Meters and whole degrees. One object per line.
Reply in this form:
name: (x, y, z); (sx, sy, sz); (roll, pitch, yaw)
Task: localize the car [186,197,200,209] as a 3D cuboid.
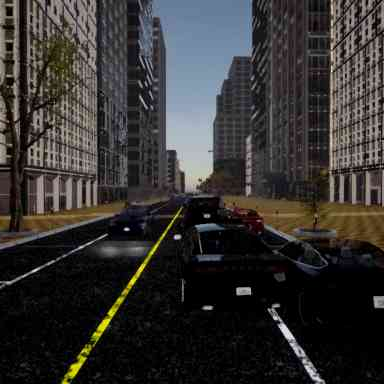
car: (0.120, 1.461, 46.568); (1.882, 1.535, 5.008); (0, 0, 1)

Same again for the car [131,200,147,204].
car: (-5.645, 1.539, 34.913); (2.008, 1.369, 4.403); (-1, 0, 0)

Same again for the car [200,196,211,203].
car: (2.786, 1.520, 68.768); (2.008, 1.369, 4.403); (-1, 0, 0)

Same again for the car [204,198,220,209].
car: (2.752, 1.528, 46.198); (1.887, 1.381, 4.507); (-1, 0, 0)

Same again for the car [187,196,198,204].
car: (0.094, 1.522, 62.011); (2.033, 1.411, 5.357); (0, 0, 0)

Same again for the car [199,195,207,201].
car: (2.812, 1.506, 85.697); (2.008, 1.369, 4.403); (-1, 0, 0)

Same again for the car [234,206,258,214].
car: (2.710, 1.540, 17.983); (1.887, 1.381, 4.507); (-1, 0, 0)

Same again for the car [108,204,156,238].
car: (-3.073, 1.559, 17.597); (1.994, 1.385, 4.181); (0, 0, 0)

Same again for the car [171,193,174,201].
car: (-5.586, 1.547, 74.403); (1.802, 1.307, 4.206); (-1, 0, 0)

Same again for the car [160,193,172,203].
car: (-5.595, 1.495, 68.592); (1.752, 1.417, 4.829); (-1, 0, 0)

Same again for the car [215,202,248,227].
car: (2.719, 1.518, 23.796); (1.752, 1.417, 4.829); (-1, 0, 0)

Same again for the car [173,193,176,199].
car: (-5.572, 1.271, 85.686); (2.192, 1.841, 5.009); (-1, 0, 0)

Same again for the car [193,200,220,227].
car: (0.937, 1.448, 24.152); (1.801, 1.575, 5.366); (0, 0, 0)

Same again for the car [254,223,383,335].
car: (2.694, 1.564, 6.698); (1.947, 1.339, 4.313); (-1, 0, 0)

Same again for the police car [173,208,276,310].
police car: (0.619, 1.423, 8.029); (1.930, 1.638, 5.238); (0, 0, -5)

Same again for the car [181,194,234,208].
car: (0.693, 1.210, 17.983); (2.150, 2.045, 5.566); (-1, 0, 0)
